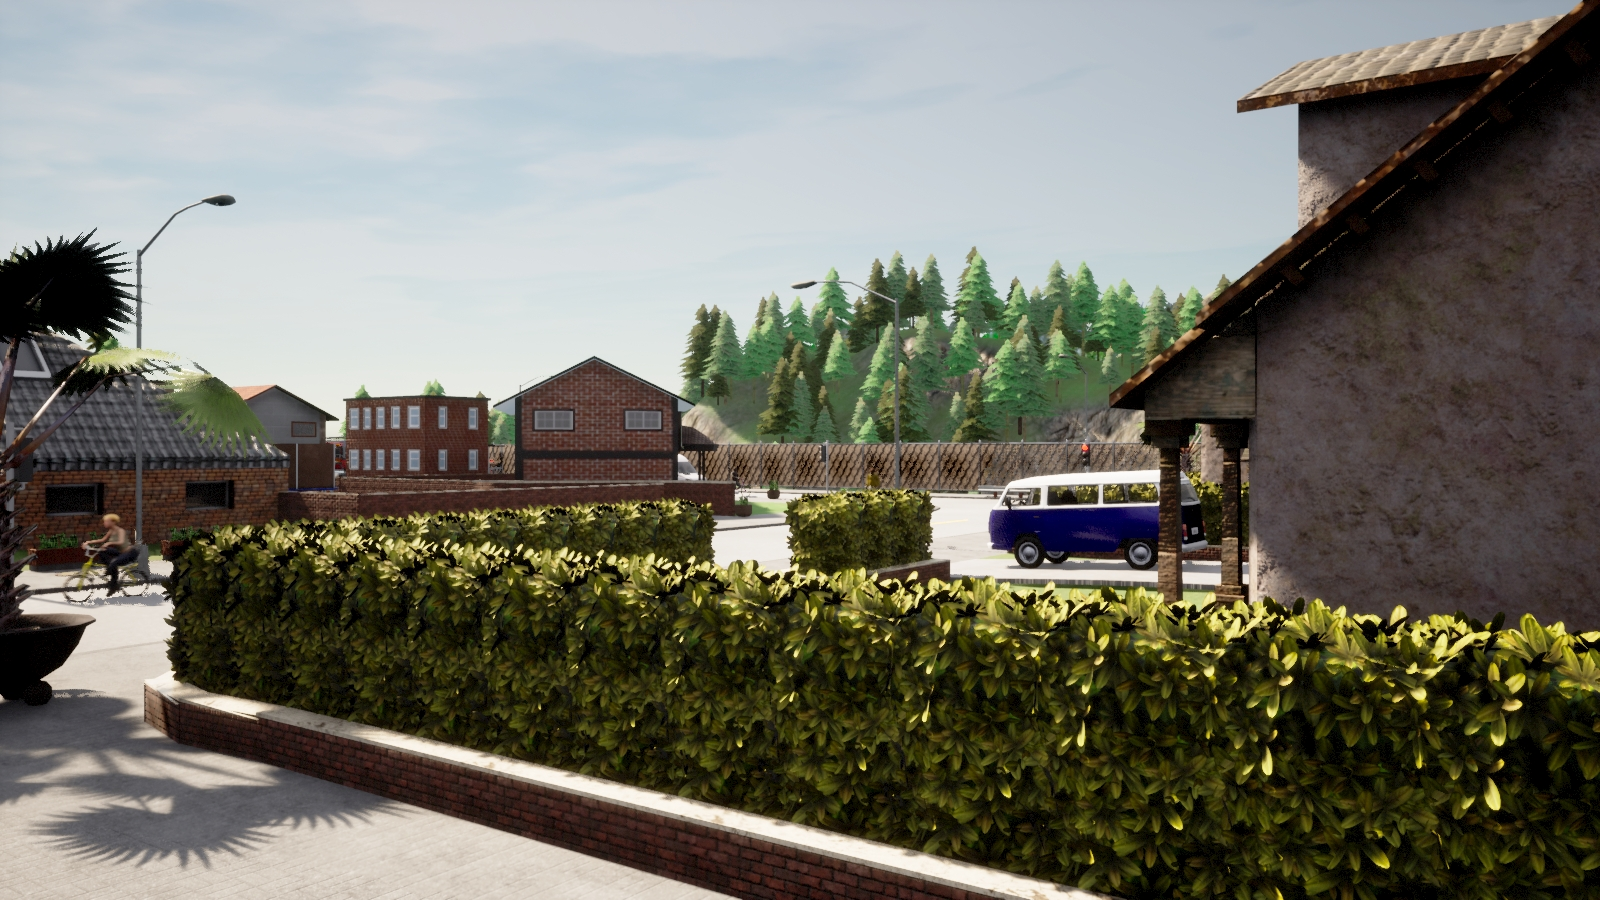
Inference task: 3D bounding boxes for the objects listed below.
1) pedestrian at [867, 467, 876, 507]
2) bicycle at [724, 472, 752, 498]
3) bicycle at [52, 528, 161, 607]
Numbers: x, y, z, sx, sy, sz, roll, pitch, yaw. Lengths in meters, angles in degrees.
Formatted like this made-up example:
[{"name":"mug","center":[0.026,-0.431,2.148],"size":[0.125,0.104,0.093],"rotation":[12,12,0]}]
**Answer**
[{"name":"pedestrian","center":[3.355,1.734,53.351],"size":[0.375,1.860,0.375],"rotation":[0,0,10]},{"name":"bicycle","center":[-3.643,2.044,67.431],"size":[1.835,1.471,0.329],"rotation":[0,0,35]},{"name":"bicycle","center":[-12.826,2.149,21.158],"size":[0.859,1.276,1.487],"rotation":[0,0,35]}]
